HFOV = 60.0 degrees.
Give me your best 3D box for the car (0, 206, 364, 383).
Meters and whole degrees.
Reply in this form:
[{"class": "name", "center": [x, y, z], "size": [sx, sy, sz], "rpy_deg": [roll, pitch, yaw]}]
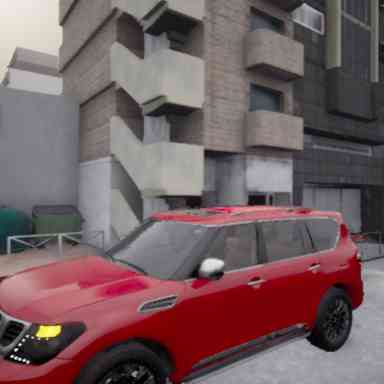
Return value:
[{"class": "car", "center": [0.229, 1.248, 4.746], "size": [5.566, 2.045, 2.150], "rpy_deg": [1, -1, -36]}]
